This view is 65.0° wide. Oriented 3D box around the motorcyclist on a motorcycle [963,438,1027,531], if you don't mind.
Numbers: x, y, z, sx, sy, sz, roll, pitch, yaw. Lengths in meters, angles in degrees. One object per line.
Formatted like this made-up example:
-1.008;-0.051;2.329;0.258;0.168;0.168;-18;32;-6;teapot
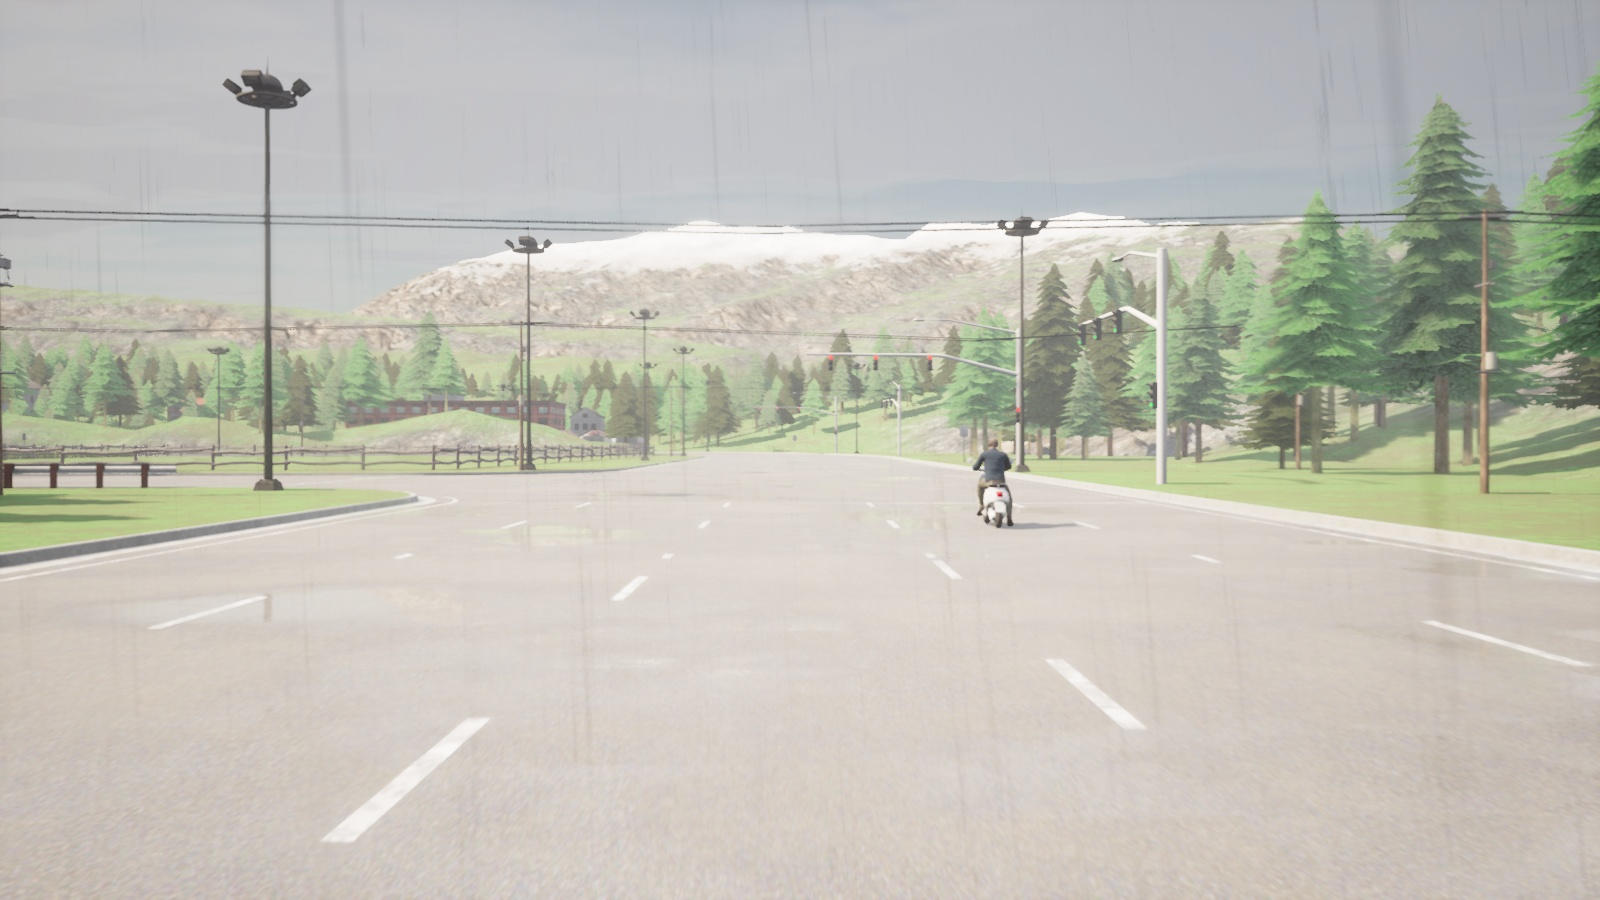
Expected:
3.483;0.592;22.571;0.866;1.590;1.817;0;0;0;motorcyclist on a motorcycle
